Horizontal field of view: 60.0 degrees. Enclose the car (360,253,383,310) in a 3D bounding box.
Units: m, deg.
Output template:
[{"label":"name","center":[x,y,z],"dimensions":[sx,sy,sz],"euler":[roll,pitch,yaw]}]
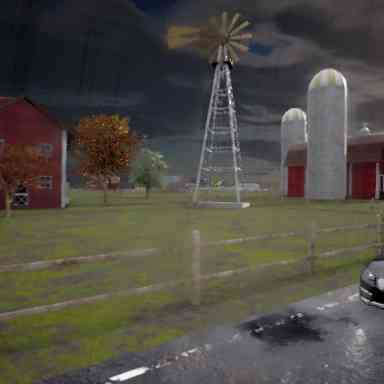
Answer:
[{"label":"car","center":[5.349,1.484,6.788],"dimensions":[4.902,1.511,2.128],"euler":[0,0,-35]}]
